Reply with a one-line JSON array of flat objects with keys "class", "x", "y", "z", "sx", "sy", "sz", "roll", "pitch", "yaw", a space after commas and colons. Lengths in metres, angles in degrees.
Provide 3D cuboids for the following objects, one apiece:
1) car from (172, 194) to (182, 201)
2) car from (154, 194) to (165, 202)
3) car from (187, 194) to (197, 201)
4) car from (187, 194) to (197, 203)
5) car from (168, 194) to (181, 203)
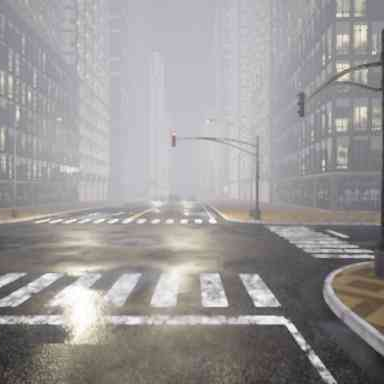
[{"class": "car", "x": -3.255, "y": 1.142, "z": 72.299, "sx": 1.895, "sy": 1.301, "sz": 4.718, "roll": 0, "pitch": 0, "yaw": 0}, {"class": "car", "x": -6.505, "y": 1.235, "z": 66.436, "sx": 2.128, "sy": 1.511, "sz": 4.902, "roll": 0, "pitch": 0, "yaw": 0}, {"class": "car", "x": -0.005, "y": 1.115, "z": 72.686, "sx": 1.994, "sy": 1.385, "sz": 4.181, "roll": 0, "pitch": 0, "yaw": 0}, {"class": "car", "x": -0.004, "y": 1.336, "z": 62.714, "sx": 1.895, "sy": 1.301, "sz": 4.718, "roll": 0, "pitch": 0, "yaw": 0}, {"class": "car", "x": -3.255, "y": 1.088, "z": 62.237, "sx": 2.097, "sy": 1.767, "sz": 4.553, "roll": 0, "pitch": 0, "yaw": 0}]
